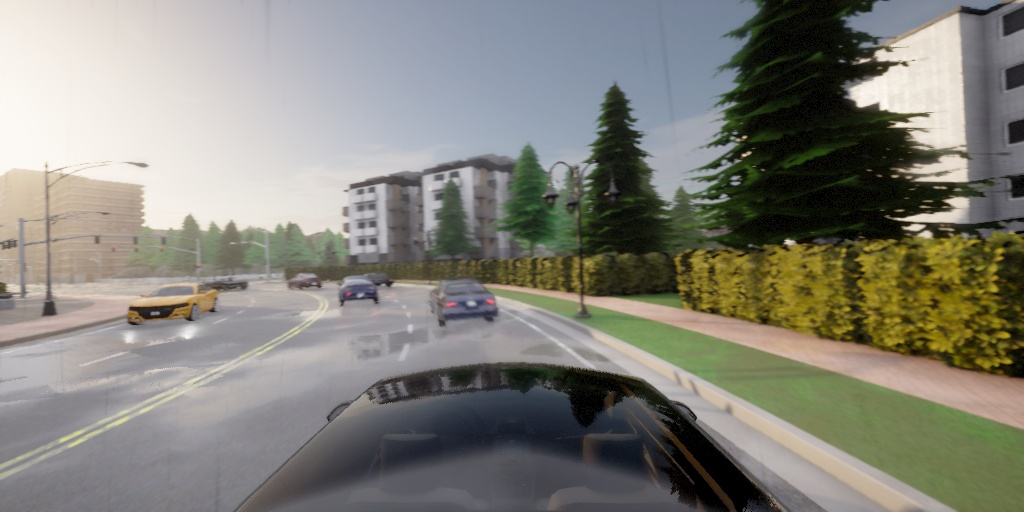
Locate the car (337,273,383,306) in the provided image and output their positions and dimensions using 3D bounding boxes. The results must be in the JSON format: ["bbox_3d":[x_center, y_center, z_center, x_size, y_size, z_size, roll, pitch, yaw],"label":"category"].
[{"bbox_3d":[-8.441,1.801,19.579,1.812,1.442,4.674,-2,-1,-26],"label":"car"}]

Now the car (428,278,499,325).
[{"bbox_3d":[-1.909,1.498,12.897,2.033,1.411,5.357,-2,-1,-17],"label":"car"}]

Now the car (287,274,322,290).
[{"bbox_3d":[-19.404,2.377,33.512,4.674,1.442,1.812,-3,-1,41],"label":"car"}]

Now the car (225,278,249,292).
[{"bbox_3d":[-28.279,2.827,35.672,4.718,1.301,1.895,-3,-1,30],"label":"car"}]

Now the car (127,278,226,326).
[{"bbox_3d":[-14.375,1.931,15.526,1.882,1.535,5.008,-1,-1,-27],"label":"car"}]

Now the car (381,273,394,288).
[{"bbox_3d":[-12.028,2.145,31.145,1.895,1.301,4.718,-2,-1,-41],"label":"car"}]
